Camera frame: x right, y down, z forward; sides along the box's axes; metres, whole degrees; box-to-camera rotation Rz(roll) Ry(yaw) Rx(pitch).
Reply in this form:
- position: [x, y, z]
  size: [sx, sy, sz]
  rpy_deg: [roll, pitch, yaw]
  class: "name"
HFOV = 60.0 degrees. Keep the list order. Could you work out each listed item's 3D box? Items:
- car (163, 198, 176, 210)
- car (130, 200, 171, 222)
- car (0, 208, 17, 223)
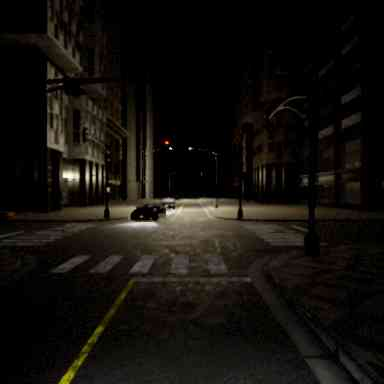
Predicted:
- position: [-3.007, 1.518, 42.520]
  size: [2.128, 1.511, 4.902]
  rpy_deg: [0, 1, 0]
  class: "car"
- position: [-3.345, 1.583, 26.319]
  size: [1.994, 1.385, 4.181]
  rpy_deg: [0, 1, 11]
  class: "car"
- position: [-15.021, 1.557, 23.399]
  size: [4.829, 1.417, 1.752]
  rpy_deg: [0, 0, 0]
  class: "car"
